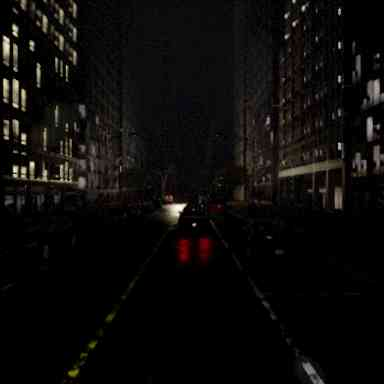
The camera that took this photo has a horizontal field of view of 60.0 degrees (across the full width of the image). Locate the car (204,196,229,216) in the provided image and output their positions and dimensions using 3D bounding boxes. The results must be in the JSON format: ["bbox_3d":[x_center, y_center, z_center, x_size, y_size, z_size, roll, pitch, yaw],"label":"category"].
[{"bbox_3d":[2.731,1.547,35.174,2.192,1.841,5.009,-1,0,0],"label":"car"}]

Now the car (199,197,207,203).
[{"bbox_3d":[2.808,2.111,86.325,2.008,1.369,4.403,-1,0,0],"label":"car"}]

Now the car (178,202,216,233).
[{"bbox_3d":[0.130,1.630,20.912,2.128,1.511,4.902,0,0,0],"label":"car"}]

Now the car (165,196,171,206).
[{"bbox_3d":[-5.606,1.966,63.603,2.008,1.369,4.403,-1,0,0],"label":"car"}]

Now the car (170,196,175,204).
[{"bbox_3d":[-5.590,1.928,74.970,1.967,1.590,4.097,-1,0,0],"label":"car"}]

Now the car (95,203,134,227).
[{"bbox_3d":[-5.663,1.739,23.817,1.802,1.307,4.206,-1,0,0],"label":"car"}]

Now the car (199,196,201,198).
[{"bbox_3d":[2.773,1.856,63.591,1.967,1.590,4.097,-1,0,0],"label":"car"}]

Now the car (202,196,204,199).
[{"bbox_3d":[2.740,1.584,40.858,2.192,1.841,5.009,-1,0,0],"label":"car"}]

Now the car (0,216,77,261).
[{"bbox_3d":[-5.680,1.633,12.450,2.008,1.369,4.403,-1,0,0],"label":"car"}]

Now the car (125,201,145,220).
[{"bbox_3d":[-5.656,1.635,29.502,1.967,1.590,4.097,-1,0,0],"label":"car"}]

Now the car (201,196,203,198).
[{"bbox_3d":[2.758,1.783,52.224,1.967,1.590,4.097,-1,0,0],"label":"car"}]

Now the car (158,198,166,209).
[{"bbox_3d":[-5.622,1.908,52.235,1.947,1.339,4.313,-1,0,0],"label":"car"}]

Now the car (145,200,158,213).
[{"bbox_3d":[-5.639,1.793,40.699,1.752,1.417,4.829,-1,0,0],"label":"car"}]

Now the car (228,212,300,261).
[{"bbox_3d":[2.701,1.634,12.438,2.008,1.369,4.403,-1,0,0],"label":"car"}]

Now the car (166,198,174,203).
[{"bbox_3d":[-5.573,2.142,86.337,1.802,1.307,4.206,-1,0,0],"label":"car"}]

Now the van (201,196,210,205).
[{"bbox_3d":[2.781,1.793,69.275,1.690,1.788,3.998,-1,0,0],"label":"van"}]

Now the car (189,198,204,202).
[{"bbox_3d":[0.156,1.777,38.185,1.812,1.442,4.674,0,0,0],"label":"car"}]

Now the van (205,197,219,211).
[{"bbox_3d":[2.748,1.647,46.541,1.690,1.788,3.998,-1,0,0],"label":"van"}]
